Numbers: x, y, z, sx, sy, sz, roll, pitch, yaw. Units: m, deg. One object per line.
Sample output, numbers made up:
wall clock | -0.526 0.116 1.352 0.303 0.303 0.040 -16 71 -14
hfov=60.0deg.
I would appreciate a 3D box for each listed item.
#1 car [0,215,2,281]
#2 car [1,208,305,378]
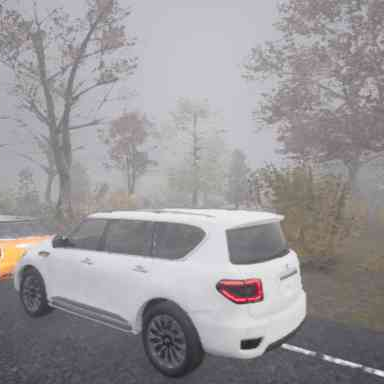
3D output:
car | -5.611 1.437 9.471 4.553 1.767 2.097 0 -1 38
car | -0.912 1.293 5.882 5.566 2.045 2.150 0 -1 37
